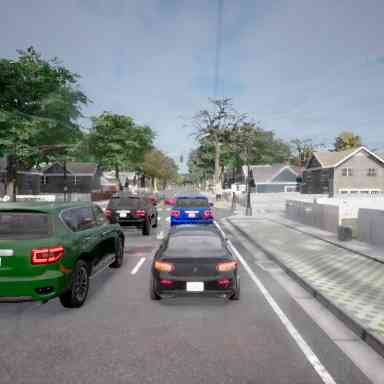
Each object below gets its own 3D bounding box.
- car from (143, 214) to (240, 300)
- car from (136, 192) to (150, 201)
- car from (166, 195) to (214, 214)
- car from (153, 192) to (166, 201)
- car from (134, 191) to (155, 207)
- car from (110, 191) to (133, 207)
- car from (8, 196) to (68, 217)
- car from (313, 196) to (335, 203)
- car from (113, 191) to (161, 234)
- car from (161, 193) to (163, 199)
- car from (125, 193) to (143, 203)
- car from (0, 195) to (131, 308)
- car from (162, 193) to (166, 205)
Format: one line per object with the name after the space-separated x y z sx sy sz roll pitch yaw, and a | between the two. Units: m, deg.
0.070 1.513 8.230 1.812 1.442 4.674 0 0 0 | car
-9.731 0.855 66.564 2.128 1.511 4.902 0 1 1 | car
0.031 1.159 18.264 2.150 2.045 5.566 0 0 1 | car
-6.492 0.859 66.385 2.128 1.511 4.902 0 1 1 | car
-6.572 0.890 46.856 2.150 2.045 5.566 0 1 0 | car
-9.822 0.889 46.910 2.150 2.045 5.566 0 1 0 | car
-14.257 1.304 31.003 4.553 1.767 2.097 0 1 1 | car
13.296 1.198 34.409 4.902 1.511 2.128 0 1 -2 | car
-3.217 1.158 18.390 2.150 2.045 5.566 0 0 1 | car
-6.551 1.122 56.264 1.994 1.385 4.181 0 1 1 | car
-9.804 1.044 56.590 2.128 1.511 4.902 0 1 0 | car
-3.184 1.209 8.039 2.150 2.045 5.566 0 0 1 | car
-3.122 1.187 51.186 1.994 1.385 4.181 0 1 0 | car
